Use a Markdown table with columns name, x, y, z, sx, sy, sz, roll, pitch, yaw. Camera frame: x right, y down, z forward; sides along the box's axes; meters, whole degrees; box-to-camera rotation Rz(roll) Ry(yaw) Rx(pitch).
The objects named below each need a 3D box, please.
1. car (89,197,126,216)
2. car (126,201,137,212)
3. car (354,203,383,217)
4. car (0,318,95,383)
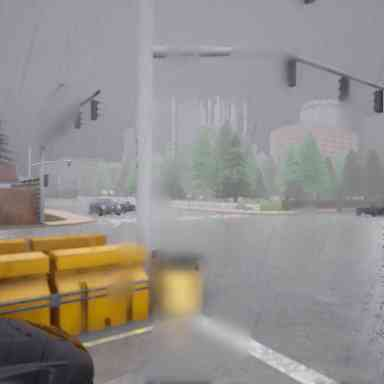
| name | x | y | z | sx | sy | sz | roll | pitch | yaw |
| --- | --- | --- | --- | --- | --- | --- | --- | --- | --- |
| car | -8.744 | 1.444 | 33.412 | 2.097 | 1.767 | 4.553 | 1 | 0 | -33 |
| car | -7.512 | 1.720 | 37.904 | 1.895 | 1.301 | 4.718 | 1 | 0 | -33 |
| car | 19.135 | 1.870 | 34.884 | 4.718 | 1.301 | 1.895 | 0 | 0 | -34 |
| car | -3.002 | 1.466 | 1.654 | 5.008 | 1.535 | 1.882 | 0 | 0 | -36 |
